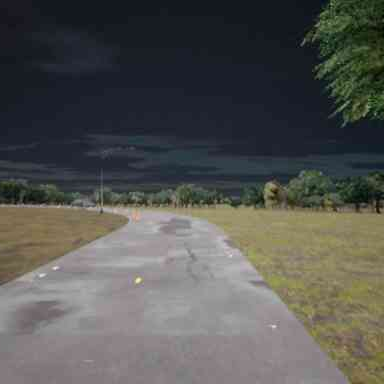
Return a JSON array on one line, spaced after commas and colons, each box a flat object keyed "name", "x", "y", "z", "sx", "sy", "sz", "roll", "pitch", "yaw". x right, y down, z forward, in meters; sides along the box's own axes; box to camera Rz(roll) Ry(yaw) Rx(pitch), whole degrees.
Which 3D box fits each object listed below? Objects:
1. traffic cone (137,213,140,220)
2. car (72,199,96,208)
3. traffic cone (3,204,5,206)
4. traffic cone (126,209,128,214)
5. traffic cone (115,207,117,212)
[{"name": "traffic cone", "x": -4.653, "y": 2.139, "z": 29.011, "sx": 0.340, "sy": 0.580, "sz": 0.340, "roll": 0, "pitch": -1, "yaw": -11}, {"name": "car", "x": -17.865, "y": 1.922, "z": 54.883, "sx": 4.902, "sy": 1.511, "sz": 2.128, "roll": 0, "pitch": -1, "yaw": 39}, {"name": "traffic cone", "x": -35.075, "y": 2.318, "z": 62.068, "sx": 0.340, "sy": 0.580, "sz": 0.340, "roll": 0, "pitch": -1, "yaw": 16}, {"name": "traffic cone", "x": -7.473, "y": 2.221, "z": 38.017, "sx": 0.340, "sy": 0.580, "sz": 0.340, "roll": 1, "pitch": -1, "yaw": -24}, {"name": "traffic cone", "x": -9.608, "y": 2.263, "z": 42.232, "sx": 0.340, "sy": 0.580, "sz": 0.340, "roll": 1, "pitch": -1, "yaw": -30}]
